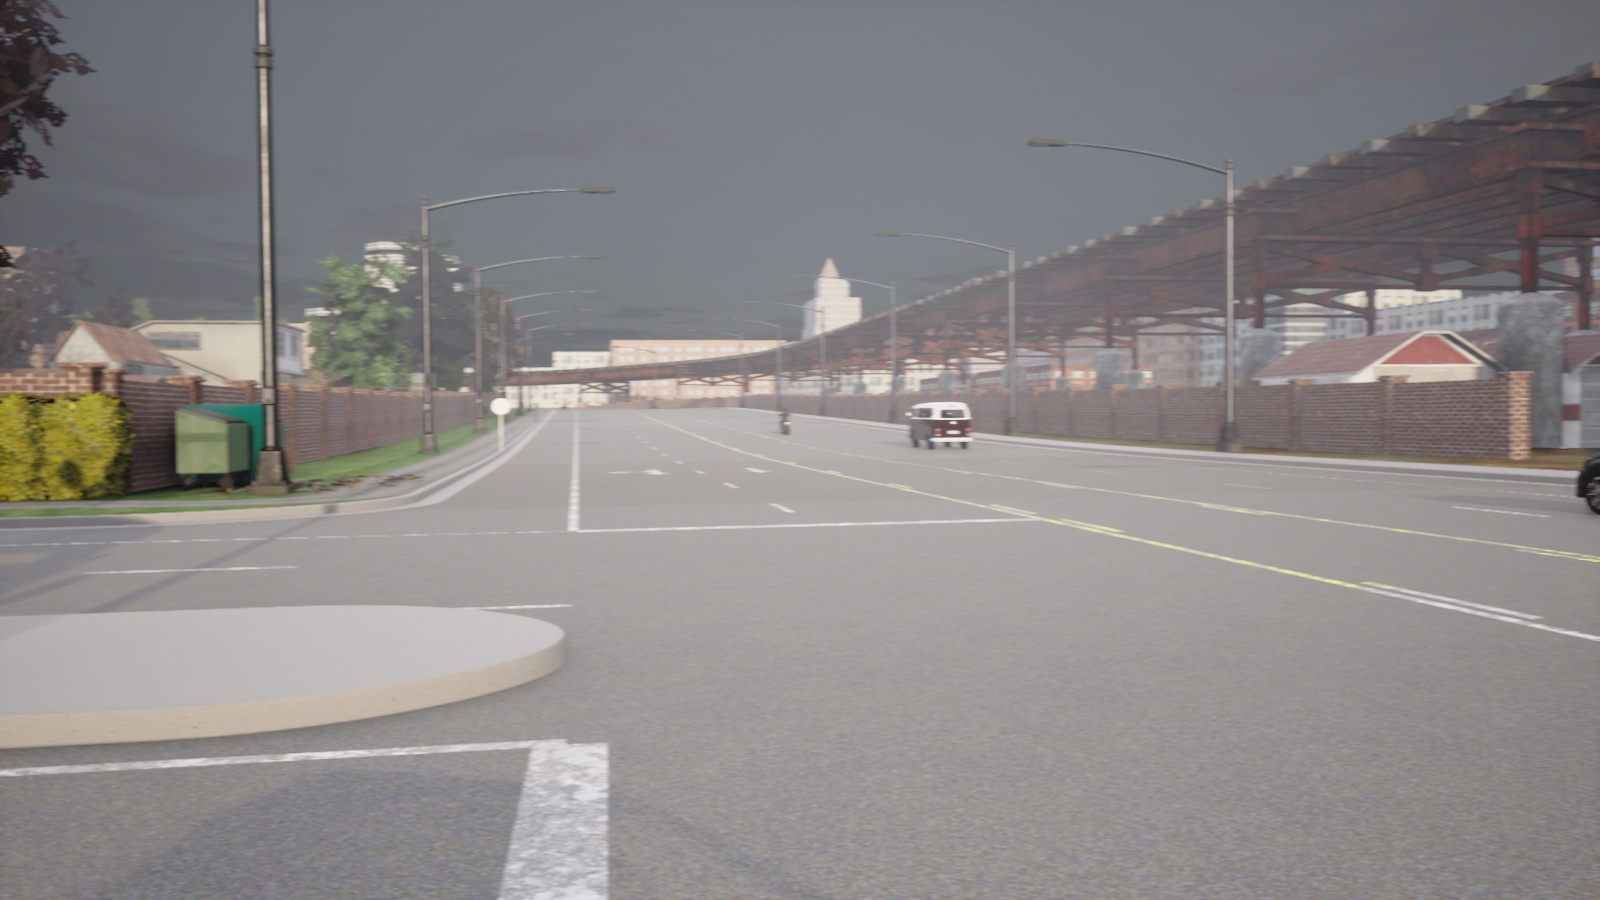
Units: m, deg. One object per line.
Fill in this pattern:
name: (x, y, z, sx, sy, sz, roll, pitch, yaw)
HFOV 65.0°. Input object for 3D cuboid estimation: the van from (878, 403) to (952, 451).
van: (5.020, -1.057, 55.544, 2.069, 2.038, 4.480, 0, 2, -11)

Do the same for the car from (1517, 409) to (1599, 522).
car: (12.437, 0.227, 17.730, 1.851, 1.617, 3.988, 0, 2, -11)
